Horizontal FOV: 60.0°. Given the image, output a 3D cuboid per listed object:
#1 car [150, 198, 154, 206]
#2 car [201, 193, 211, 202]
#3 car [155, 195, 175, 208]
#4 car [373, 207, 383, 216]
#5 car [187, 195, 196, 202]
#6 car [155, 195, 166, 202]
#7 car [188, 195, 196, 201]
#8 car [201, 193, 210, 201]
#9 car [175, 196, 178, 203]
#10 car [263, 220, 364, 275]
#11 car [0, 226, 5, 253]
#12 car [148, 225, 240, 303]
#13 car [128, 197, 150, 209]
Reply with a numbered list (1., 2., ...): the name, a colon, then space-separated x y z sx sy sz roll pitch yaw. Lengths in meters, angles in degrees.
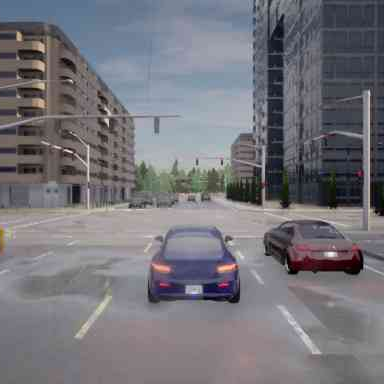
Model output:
1. car: -7.461 1.564 54.917 1.994 1.385 4.181 0 0 2
2. car: 3.350 1.355 77.639 2.097 1.767 4.553 0 0 1
3. car: -3.989 1.352 48.984 2.097 1.767 4.553 0 0 0
4. car: 19.459 1.656 30.678 4.718 1.301 1.895 0 0 0
5. car: -0.151 1.540 77.431 2.033 1.411 5.357 0 0 1
6. car: -7.173 1.474 75.561 1.882 1.535 5.008 0 0 1
7. car: -0.041 1.525 87.775 2.128 1.511 4.902 0 0 1
8. car: 3.459 1.225 87.802 2.150 2.045 5.566 0 0 1
9. car: -3.935 1.526 58.471 1.812 1.442 4.674 0 0 1
10. car: 3.556 1.564 10.496 1.994 1.385 4.181 0 0 0
11. car: -7.119 1.477 8.937 1.882 1.535 5.008 0 0 0
12. car: 0.047 1.526 8.073 1.812 1.442 4.674 0 0 0
13. car: -7.500 1.505 46.023 1.837 1.490 4.892 0 0 1
